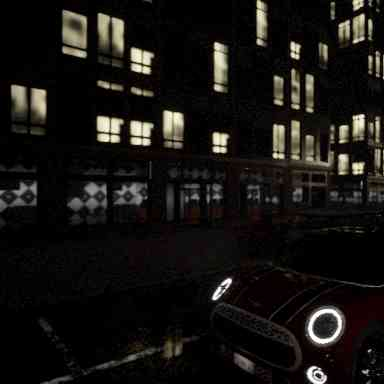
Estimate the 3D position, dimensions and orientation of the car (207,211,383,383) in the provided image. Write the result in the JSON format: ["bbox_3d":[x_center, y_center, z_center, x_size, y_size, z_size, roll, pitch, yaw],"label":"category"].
[{"bbox_3d":[2.410,1.356,5.114,4.553,1.767,2.097,0,0,-36],"label":"car"}]

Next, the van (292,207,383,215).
[{"bbox_3d":[4.435,1.349,9.755,3.998,1.788,1.690,0,0,-36],"label":"van"}]
